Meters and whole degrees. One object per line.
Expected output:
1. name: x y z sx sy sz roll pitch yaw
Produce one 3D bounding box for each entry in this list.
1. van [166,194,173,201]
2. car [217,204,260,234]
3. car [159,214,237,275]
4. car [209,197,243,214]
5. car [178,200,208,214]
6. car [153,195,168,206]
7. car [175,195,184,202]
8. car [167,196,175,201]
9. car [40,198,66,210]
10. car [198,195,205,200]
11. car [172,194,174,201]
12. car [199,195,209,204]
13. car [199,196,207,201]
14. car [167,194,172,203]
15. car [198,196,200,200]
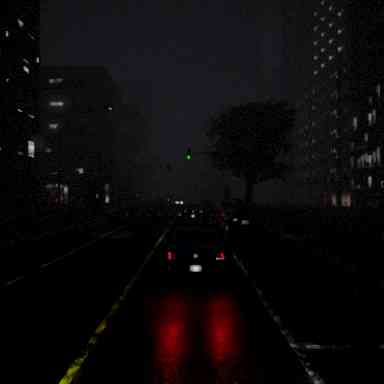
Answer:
1. van: -5.688 1.425 84.466 1.690 1.788 3.998 0 0 0
2. car: 2.693 1.573 18.890 1.947 1.339 4.313 0 0 0
3. car: 0.099 1.604 10.456 1.895 1.301 4.718 0 0 0
4. car: 2.693 1.325 24.414 2.192 1.841 5.009 0 0 0
5. car: -0.018 1.613 28.770 1.895 1.301 4.718 0 0 -3
6. car: -5.688 1.590 56.802 2.008 1.369 4.403 0 0 0
7. car: -2.998 1.602 81.065 2.128 1.511 4.902 0 0 0
8. car: -5.688 1.676 89.997 1.802 1.307 4.206 0 0 0
9. car: -16.425 1.359 37.396 4.403 1.369 2.008 1 -1 -1
10. car: 2.692 1.630 95.700 1.752 1.417 4.829 0 0 0
11. car: -5.688 1.514 78.933 1.967 1.590 4.097 0 0 0
12. car: 2.692 1.583 56.801 1.887 1.381 4.507 0 0 0
13. car: 2.693 1.666 84.464 1.802 1.307 4.206 0 0 0
14. car: -5.688 1.606 67.868 2.008 1.369 4.403 0 0 0
15. car: 2.692 1.580 68.037 1.752 1.417 4.829 0 0 0
